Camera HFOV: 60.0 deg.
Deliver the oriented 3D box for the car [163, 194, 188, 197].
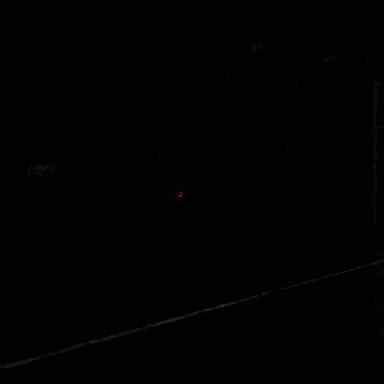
[{"bbox_3d":[-1.548,1.207,39.542,2.150,2.045,5.566,0,0,-38],"label":"car"}]
